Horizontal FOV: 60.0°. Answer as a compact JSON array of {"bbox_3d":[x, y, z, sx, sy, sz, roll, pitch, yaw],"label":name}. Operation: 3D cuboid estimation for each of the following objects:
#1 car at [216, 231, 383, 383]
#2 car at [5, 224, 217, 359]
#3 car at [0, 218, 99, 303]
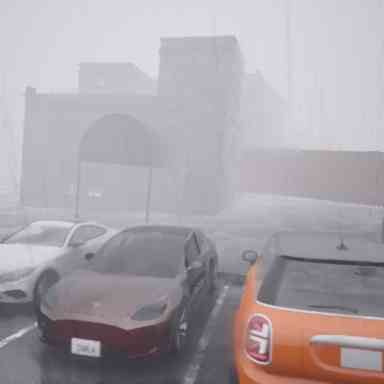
[{"bbox_3d":[1.771,1.326,4.644,2.185,1.767,4.553,1,0,13],"label":"car"},{"bbox_3d":[-0.712,1.431,6.231,2.163,1.488,4.792,1,0,13],"label":"car"},{"bbox_3d":[-3.195,1.391,7.847,2.002,1.452,4.674,2,0,12],"label":"car"}]
